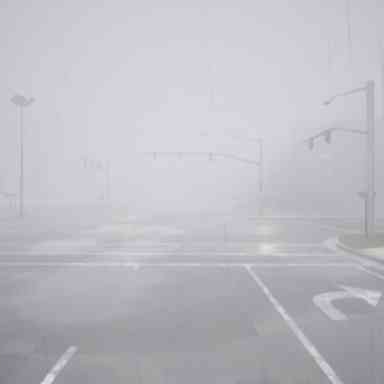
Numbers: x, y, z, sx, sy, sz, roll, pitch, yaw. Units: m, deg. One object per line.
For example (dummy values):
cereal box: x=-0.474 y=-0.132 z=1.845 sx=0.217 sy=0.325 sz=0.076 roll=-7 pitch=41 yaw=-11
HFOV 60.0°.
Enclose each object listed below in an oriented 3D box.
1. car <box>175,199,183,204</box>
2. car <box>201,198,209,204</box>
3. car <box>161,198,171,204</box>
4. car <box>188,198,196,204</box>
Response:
car: x=-3.558 y=2.483 z=86.759 sx=1.812 sy=1.442 sz=4.674 roll=0 pitch=-1 yaw=0
car: x=3.442 y=2.512 z=86.765 sx=1.994 sy=1.385 sz=4.181 roll=0 pitch=-1 yaw=0
car: x=-7.058 y=2.555 z=86.785 sx=1.895 sy=1.301 sz=4.718 roll=0 pitch=-1 yaw=0
car: x=-0.057 y=2.480 z=86.346 sx=2.128 sy=1.511 sz=4.902 roll=0 pitch=-1 yaw=0
